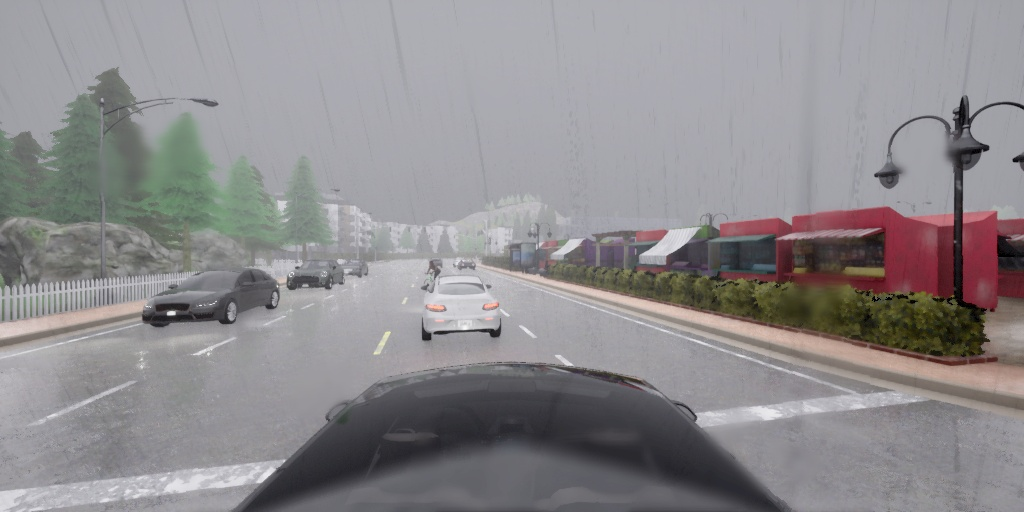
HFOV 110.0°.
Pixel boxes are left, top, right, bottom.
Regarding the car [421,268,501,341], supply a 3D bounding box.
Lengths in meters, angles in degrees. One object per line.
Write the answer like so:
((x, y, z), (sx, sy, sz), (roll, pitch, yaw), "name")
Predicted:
((-1.468, 1.225, 9.737), (1.812, 1.442, 4.674), (0, 0, -12), "car")

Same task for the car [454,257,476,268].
((-5.587, 1.046, 43.729), (1.895, 1.301, 4.718), (0, 0, -13), "car")

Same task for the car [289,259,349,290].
((-11.374, 0.965, 21.059), (2.097, 1.767, 4.553), (0, 0, -13), "car")

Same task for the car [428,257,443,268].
((-10.814, 0.897, 50.793), (1.837, 1.490, 4.892), (0, 0, -13), "car")

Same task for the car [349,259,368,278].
((-13.564, 1.032, 30.683), (2.128, 1.511, 4.902), (0, 0, -13), "car")

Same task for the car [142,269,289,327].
((-9.179, 1.190, 11.457), (1.837, 1.490, 4.892), (0, 0, -13), "car")

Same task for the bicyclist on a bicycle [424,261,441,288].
((-4.293, 1.078, 19.589), (0.582, 1.620, 1.656), (0, 1, 25), "bicyclist on a bicycle")
